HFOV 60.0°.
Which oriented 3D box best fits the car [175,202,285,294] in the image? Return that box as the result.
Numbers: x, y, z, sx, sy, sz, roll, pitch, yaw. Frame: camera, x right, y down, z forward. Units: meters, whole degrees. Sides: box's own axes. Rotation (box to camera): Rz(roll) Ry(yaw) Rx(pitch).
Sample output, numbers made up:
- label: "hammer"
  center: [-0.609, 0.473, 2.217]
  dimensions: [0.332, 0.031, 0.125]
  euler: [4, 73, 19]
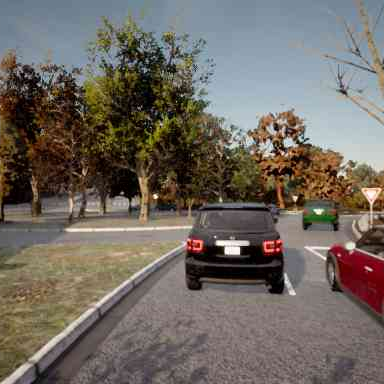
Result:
- label: "car"
  center: [1.211, 1.269, 9.167]
  dimensions: [2.150, 2.045, 5.566]
  euler: [0, -1, 9]

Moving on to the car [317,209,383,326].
- label: "car"
  center: [4.044, 1.367, 6.078]
  dimensions: [2.097, 1.767, 4.553]
  euler: [0, 0, 6]

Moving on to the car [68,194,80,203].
- label: "car"
  center: [-31.236, 1.998, 86.943]
  dimensions: [1.946, 1.575, 5.366]
  euler: [0, 2, -11]

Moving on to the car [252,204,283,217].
- label: "car"
  center: [9.604, 2.273, 42.763]
  dimensions: [2.128, 1.511, 4.902]
  euler: [0, -2, -11]

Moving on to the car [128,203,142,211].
- label: "car"
  center: [-8.912, 2.782, 60.697]
  dimensions: [5.357, 1.411, 2.033]
  euler: [0, -1, 1]

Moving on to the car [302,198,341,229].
- label: "car"
  center: [9.065, 1.492, 23.199]
  dimensions: [2.150, 2.045, 5.566]
  euler: [-1, -2, 25]

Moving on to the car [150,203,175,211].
- label: "car"
  center: [-4.188, 2.645, 56.938]
  dimensions: [4.892, 1.490, 1.837]
  euler: [-1, -2, 26]
